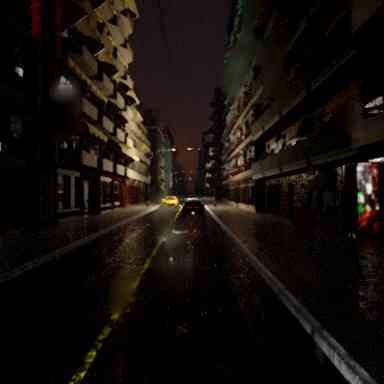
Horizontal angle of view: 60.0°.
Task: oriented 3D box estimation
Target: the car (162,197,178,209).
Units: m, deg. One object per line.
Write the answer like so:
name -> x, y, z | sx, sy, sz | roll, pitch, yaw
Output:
car -> -2.834, 1.347, 43.973 | 1.882, 1.535, 5.008 | 0, 0, 0

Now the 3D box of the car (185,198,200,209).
car -> 0.031, 1.470, 44.134 | 1.895, 1.301, 4.718 | 0, 0, 0

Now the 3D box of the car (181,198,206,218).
car -> 0.093, 1.408, 28.519 | 1.837, 1.490, 4.892 | 0, 0, 0
